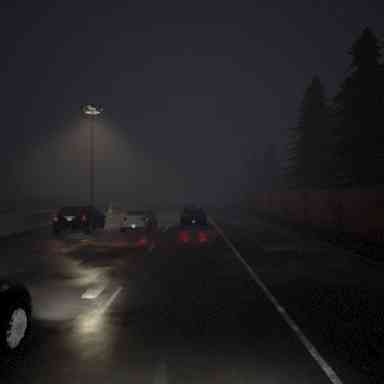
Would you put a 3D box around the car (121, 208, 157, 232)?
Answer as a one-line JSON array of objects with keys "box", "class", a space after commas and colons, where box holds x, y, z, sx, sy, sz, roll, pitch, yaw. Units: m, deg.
[{"box": [-3.395, 1.762, 21.636, 1.812, 1.442, 4.674, 0, -1, 0], "class": "car"}]

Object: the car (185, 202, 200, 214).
[{"box": [0.033, 1.986, 42.313, 1.812, 1.442, 4.674, 0, 0, 0], "class": "car"}]

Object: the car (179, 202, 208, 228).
[{"box": [0.101, 1.756, 24.117, 2.128, 1.511, 4.902, 0, 0, 0], "class": "car"}]

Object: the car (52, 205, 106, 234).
[{"box": [-6.895, 1.580, 20.845, 2.097, 1.767, 4.553, 0, -1, 0], "class": "car"}]

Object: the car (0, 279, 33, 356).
[{"box": [-3.399, 1.542, 3.277, 1.837, 1.490, 4.892, 0, -1, 0], "class": "car"}]
